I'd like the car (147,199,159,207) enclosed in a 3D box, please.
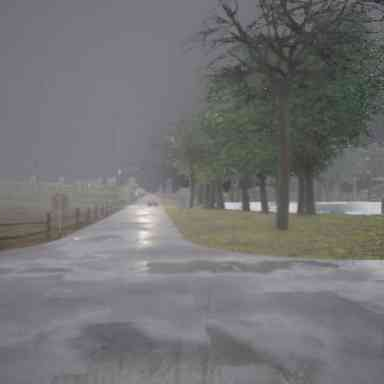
[{"bbox_3d":[-7.539,2.152,64.050,1.837,1.490,4.892,1,0,-7],"label":"car"}]
